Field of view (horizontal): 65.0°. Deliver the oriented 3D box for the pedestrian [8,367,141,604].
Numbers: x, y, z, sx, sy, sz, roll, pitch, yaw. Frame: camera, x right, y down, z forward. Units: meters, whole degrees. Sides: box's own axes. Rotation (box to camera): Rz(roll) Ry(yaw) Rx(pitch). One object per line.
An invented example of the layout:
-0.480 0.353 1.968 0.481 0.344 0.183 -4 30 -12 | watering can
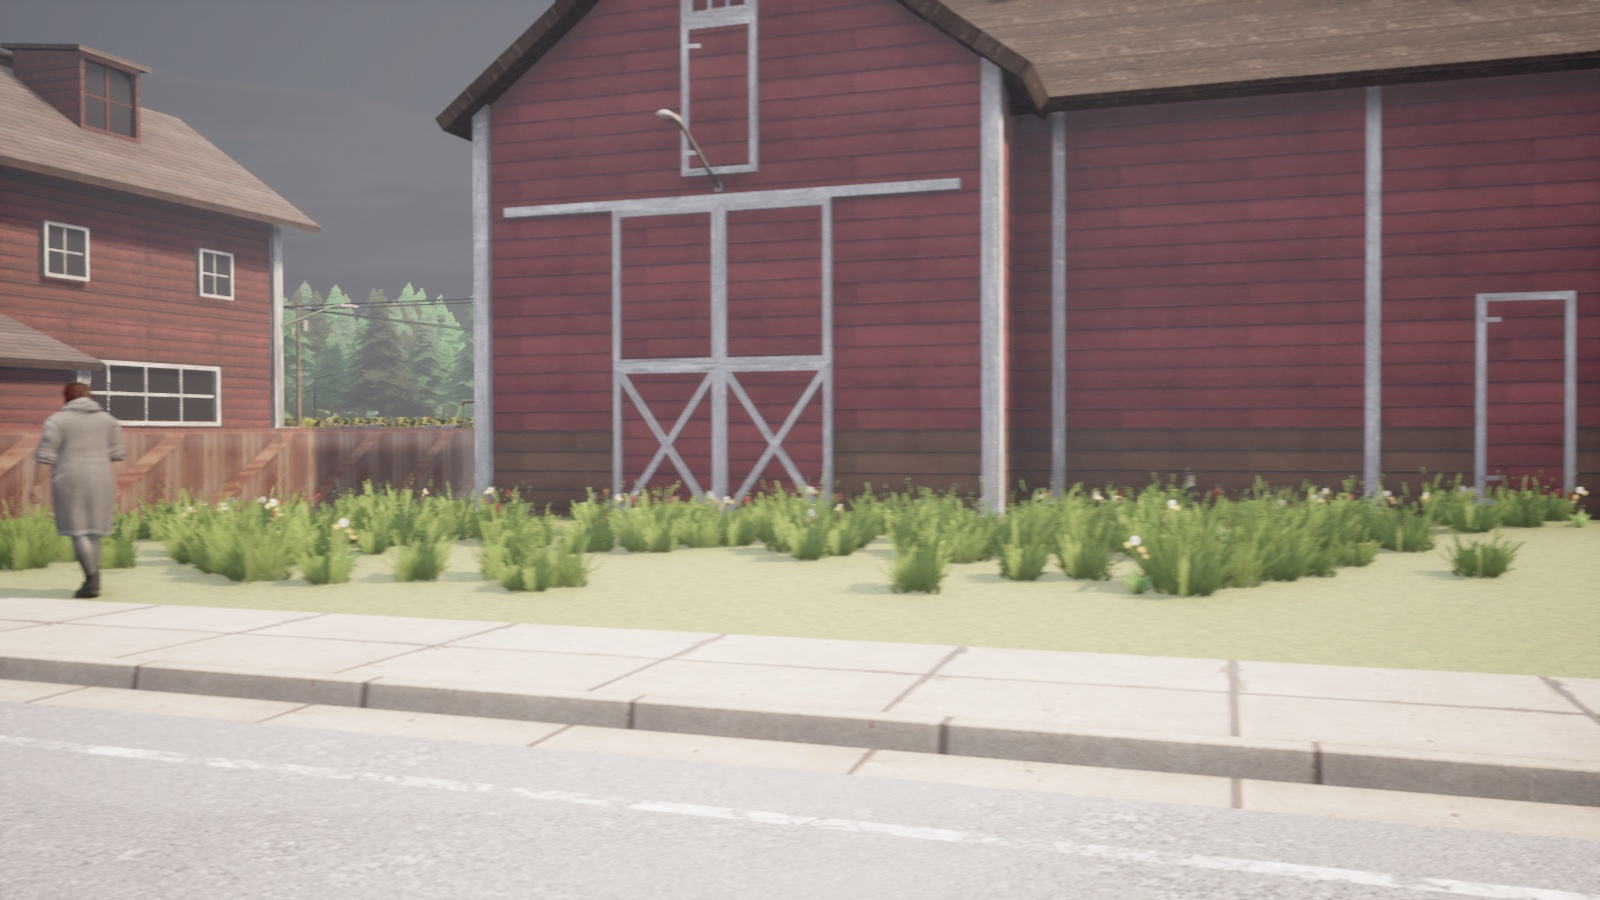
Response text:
-6.257 0.282 10.839 0.873 1.952 0.659 1 1 33 | pedestrian
